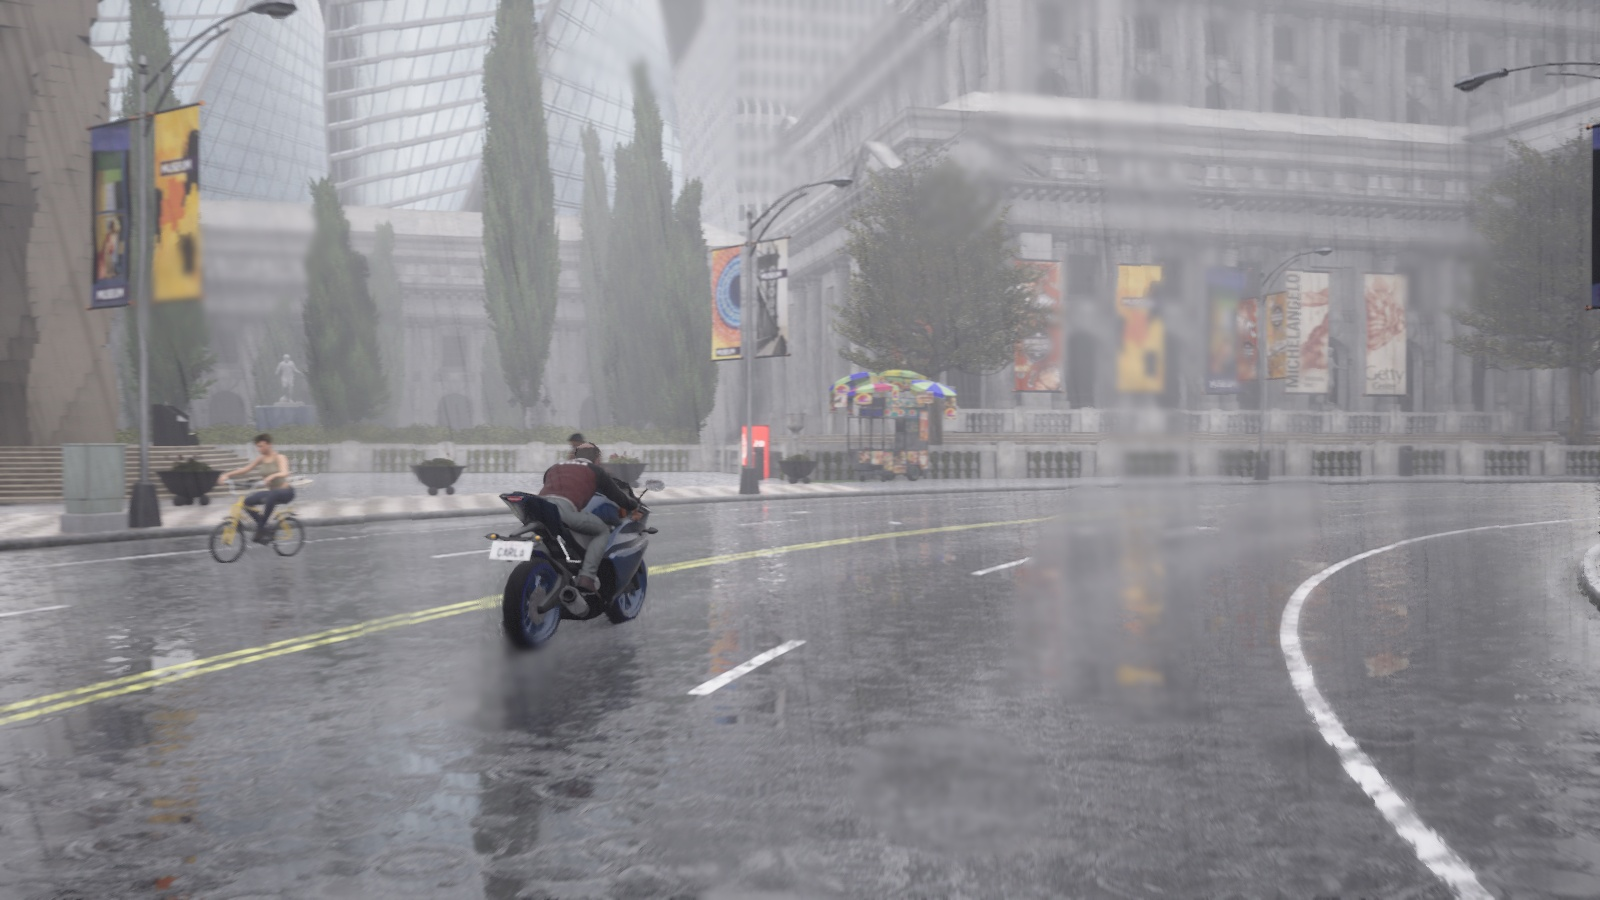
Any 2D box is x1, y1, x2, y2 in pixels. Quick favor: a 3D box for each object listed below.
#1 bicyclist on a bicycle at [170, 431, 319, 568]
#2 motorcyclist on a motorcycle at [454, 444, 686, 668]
[{"bbox_3d":[-6.905,0.580,15.680,0.866,1.612,1.509,1,1,24],"label":"bicyclist on a bicycle"},{"bbox_3d":[-1.707,0.723,9.780,0.866,1.530,2.191,1,0,17],"label":"motorcyclist on a motorcycle"}]
